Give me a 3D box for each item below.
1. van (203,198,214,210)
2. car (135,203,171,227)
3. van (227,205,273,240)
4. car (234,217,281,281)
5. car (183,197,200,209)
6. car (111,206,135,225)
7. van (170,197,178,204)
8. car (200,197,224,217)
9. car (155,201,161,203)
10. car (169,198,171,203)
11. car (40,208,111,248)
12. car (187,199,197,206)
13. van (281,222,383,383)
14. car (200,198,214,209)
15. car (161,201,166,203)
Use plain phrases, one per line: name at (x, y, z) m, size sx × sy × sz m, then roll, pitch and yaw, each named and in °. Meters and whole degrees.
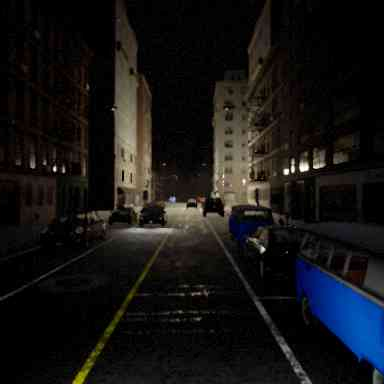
van at (2.636, 1.935, 54.071) m, size 1.690 × 1.788 × 3.998 m, roll 0°, pitch -1°, yaw 0°
car at (-2.840, 1.800, 25.180) m, size 1.812 × 1.442 × 4.674 m, roll 0°, pitch -1°, yaw 0°
van at (2.636, 1.508, 15.497) m, size 1.690 × 1.788 × 3.998 m, roll 0°, pitch -1°, yaw 0°
car at (2.637, 1.658, 9.985) m, size 2.008 × 1.369 × 4.403 m, roll 0°, pitch -1°, yaw 0°
car at (0.015, 2.111, 56.406) m, size 2.128 × 1.511 × 4.902 m, roll 0°, pitch -1°, yaw 0°
car at (-5.389, 1.840, 26.515) m, size 2.008 × 1.369 × 4.403 m, roll 0°, pitch -1°, yaw 0°
van at (-5.409, 2.341, 91.544) m, size 1.690 × 1.788 × 3.998 m, roll 0°, pitch -1°, yaw 0°
car at (2.268, 1.628, 36.431) m, size 2.150 × 2.045 × 5.566 m, roll 0°, pitch -1°, yaw 0°
car at (-5.389, 2.055, 43.047) m, size 1.802 × 1.307 × 4.206 m, roll 0°, pitch -1°, yaw 0°
car at (-5.389, 2.220, 59.580) m, size 1.947 × 1.339 × 4.313 m, roll 0°, pitch -1°, yaw 0°
car at (-5.389, 1.607, 15.496) m, size 1.967 × 1.590 × 4.097 m, roll 0°, pitch -1°, yaw 0°
car at (0.000, 2.182, 70.466) m, size 1.895 × 1.301 × 4.718 m, roll 0°, pitch -1°, yaw 0°
van at (2.637, 1.389, 4.476) m, size 1.690 × 1.788 × 3.998 m, roll 0°, pitch -1°, yaw 0°
car at (2.636, 1.969, 59.583) m, size 2.192 × 1.841 × 5.009 m, roll 0°, pitch -1°, yaw 0°
car at (-5.389, 2.139, 54.069) m, size 1.887 × 1.381 × 4.507 m, roll 0°, pitch -1°, yaw 0°
